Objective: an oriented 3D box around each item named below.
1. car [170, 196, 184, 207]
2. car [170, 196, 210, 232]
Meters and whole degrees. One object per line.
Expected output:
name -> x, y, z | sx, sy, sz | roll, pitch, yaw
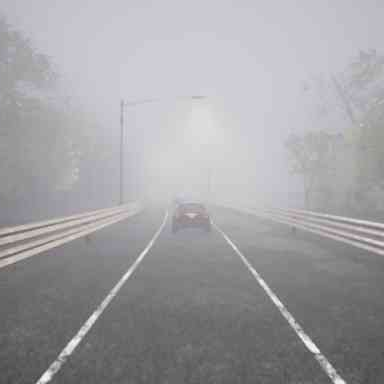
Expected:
car -> -2.349, 1.478, 52.385 | 1.837, 1.490, 4.892 | 1, 0, -7
car -> -0.083, 1.357, 20.457 | 2.097, 1.767, 4.553 | 0, 0, -2
